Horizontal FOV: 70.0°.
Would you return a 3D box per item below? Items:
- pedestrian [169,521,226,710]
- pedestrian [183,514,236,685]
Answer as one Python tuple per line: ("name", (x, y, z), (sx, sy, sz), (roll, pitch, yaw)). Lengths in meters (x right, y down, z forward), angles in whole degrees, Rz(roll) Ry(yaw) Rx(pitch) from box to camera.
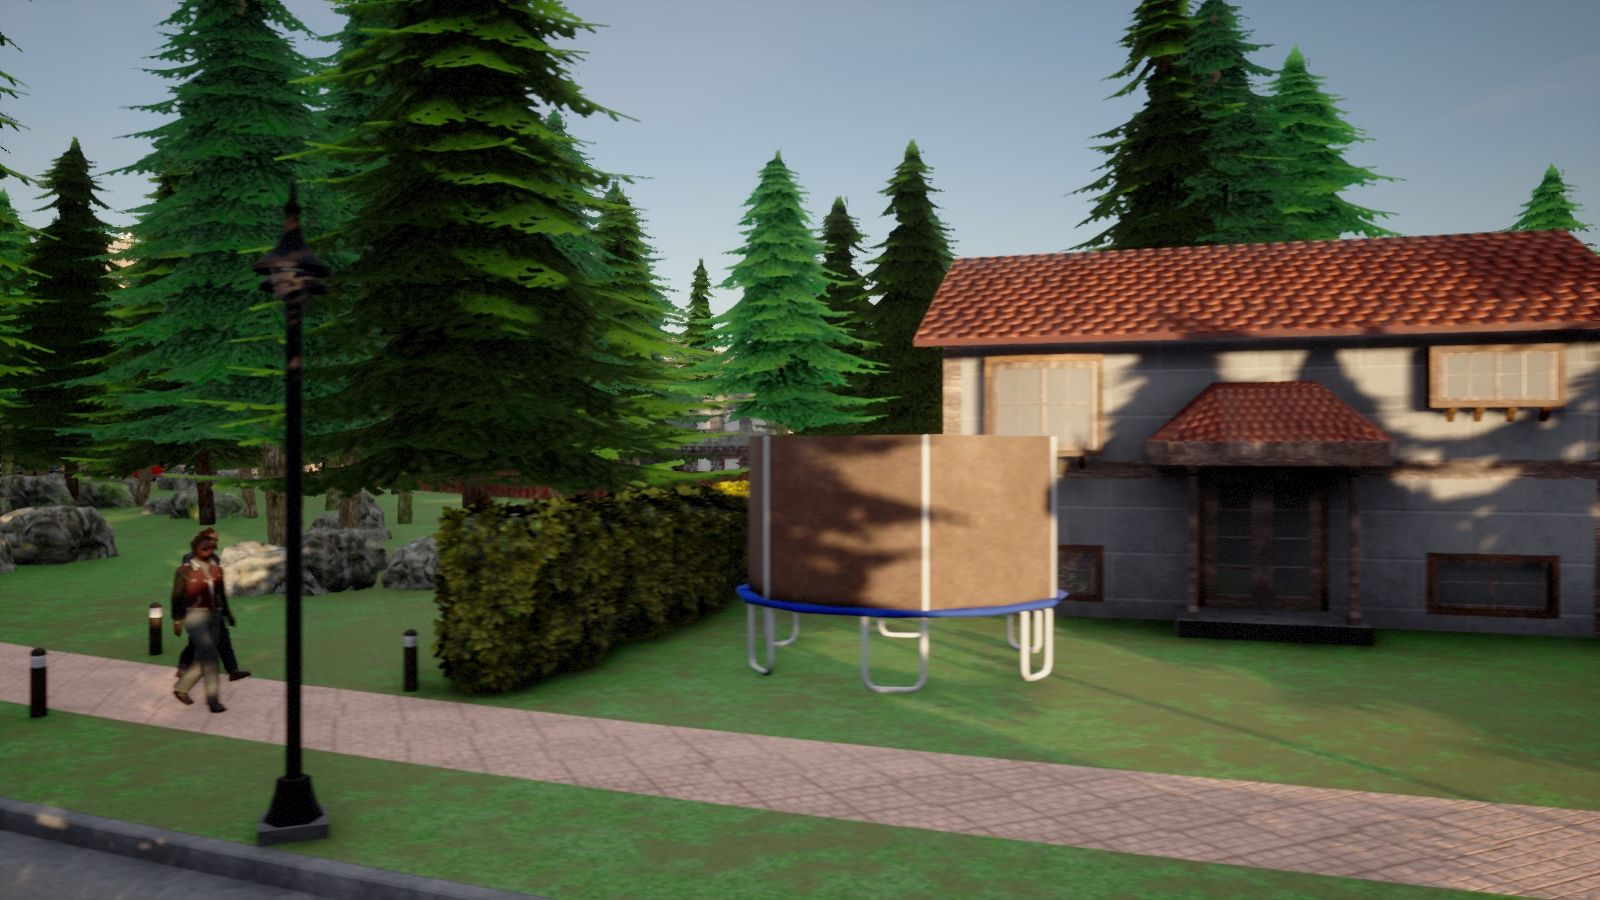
("pedestrian", (-6.155, 1.667, 11.670), (0.375, 1.860, 0.375), (0, 0, 31))
("pedestrian", (-6.662, 1.667, 12.884), (0.375, 1.860, 0.375), (0, 0, 20))
